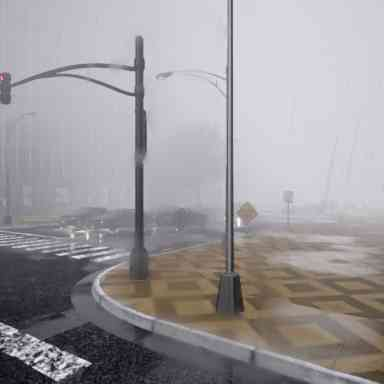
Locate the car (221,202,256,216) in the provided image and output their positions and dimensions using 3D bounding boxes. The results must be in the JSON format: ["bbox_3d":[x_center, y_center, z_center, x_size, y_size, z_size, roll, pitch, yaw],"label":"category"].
[{"bbox_3d":[5.808,2.034,40.324,2.097,1.767,4.553,0,-1,33],"label":"car"}]

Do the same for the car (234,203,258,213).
[{"bbox_3d":[8.130,2.370,49.869,1.812,1.442,4.674,0,-1,32],"label":"car"}]

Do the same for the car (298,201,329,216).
[{"bbox_3d":[16.274,2.343,44.355,2.128,1.511,4.902,0,-1,33],"label":"car"}]

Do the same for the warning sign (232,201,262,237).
[{"bbox_3d":[3.084,1.454,18.560,1.300,1.860,1.060,1,1,33],"label":"warning sign"}]

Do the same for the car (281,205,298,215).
[{"bbox_3d":[14.193,2.470,47.112,1.895,1.301,4.718,0,-1,33],"label":"car"}]

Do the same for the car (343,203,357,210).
[{"bbox_3d":[31.323,2.837,65.802,1.812,1.442,4.674,0,-1,33],"label":"car"}]

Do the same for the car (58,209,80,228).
[{"bbox_3d":[-7.795,1.844,25.141,1.812,1.442,4.674,0,-1,31],"label":"car"}]

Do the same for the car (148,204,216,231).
[{"bbox_3d":[-0.593,1.870,23.954,2.128,1.511,4.902,0,-1,33],"label":"car"}]

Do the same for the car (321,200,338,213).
[{"bbox_3d":[21.793,2.254,53.046,2.150,2.045,5.566,0,-1,33],"label":"car"}]

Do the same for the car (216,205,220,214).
[{"bbox_3d":[0.339,1.992,31.814,2.128,1.511,4.902,0,-1,33],"label":"car"}]

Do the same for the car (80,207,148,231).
[{"bbox_3d":[-4.923,1.874,23.612,2.033,1.411,5.357,0,-1,33],"label":"car"}]

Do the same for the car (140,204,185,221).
[{"bbox_3d":[-2.831,1.988,32.891,1.837,1.490,4.892,0,-1,33],"label":"car"}]
